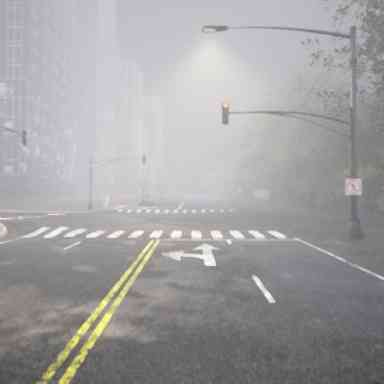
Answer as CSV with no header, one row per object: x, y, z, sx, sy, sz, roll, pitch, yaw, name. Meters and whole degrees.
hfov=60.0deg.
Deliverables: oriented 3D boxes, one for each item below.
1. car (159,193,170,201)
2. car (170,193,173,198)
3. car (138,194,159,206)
-6.512,1.159,73.644,1.837,1.490,4.892,0,0,0,car
-6.515,1.088,95.026,2.128,1.511,4.902,0,0,0,car
-6.508,1.090,48.218,2.097,1.767,4.553,0,0,0,car
